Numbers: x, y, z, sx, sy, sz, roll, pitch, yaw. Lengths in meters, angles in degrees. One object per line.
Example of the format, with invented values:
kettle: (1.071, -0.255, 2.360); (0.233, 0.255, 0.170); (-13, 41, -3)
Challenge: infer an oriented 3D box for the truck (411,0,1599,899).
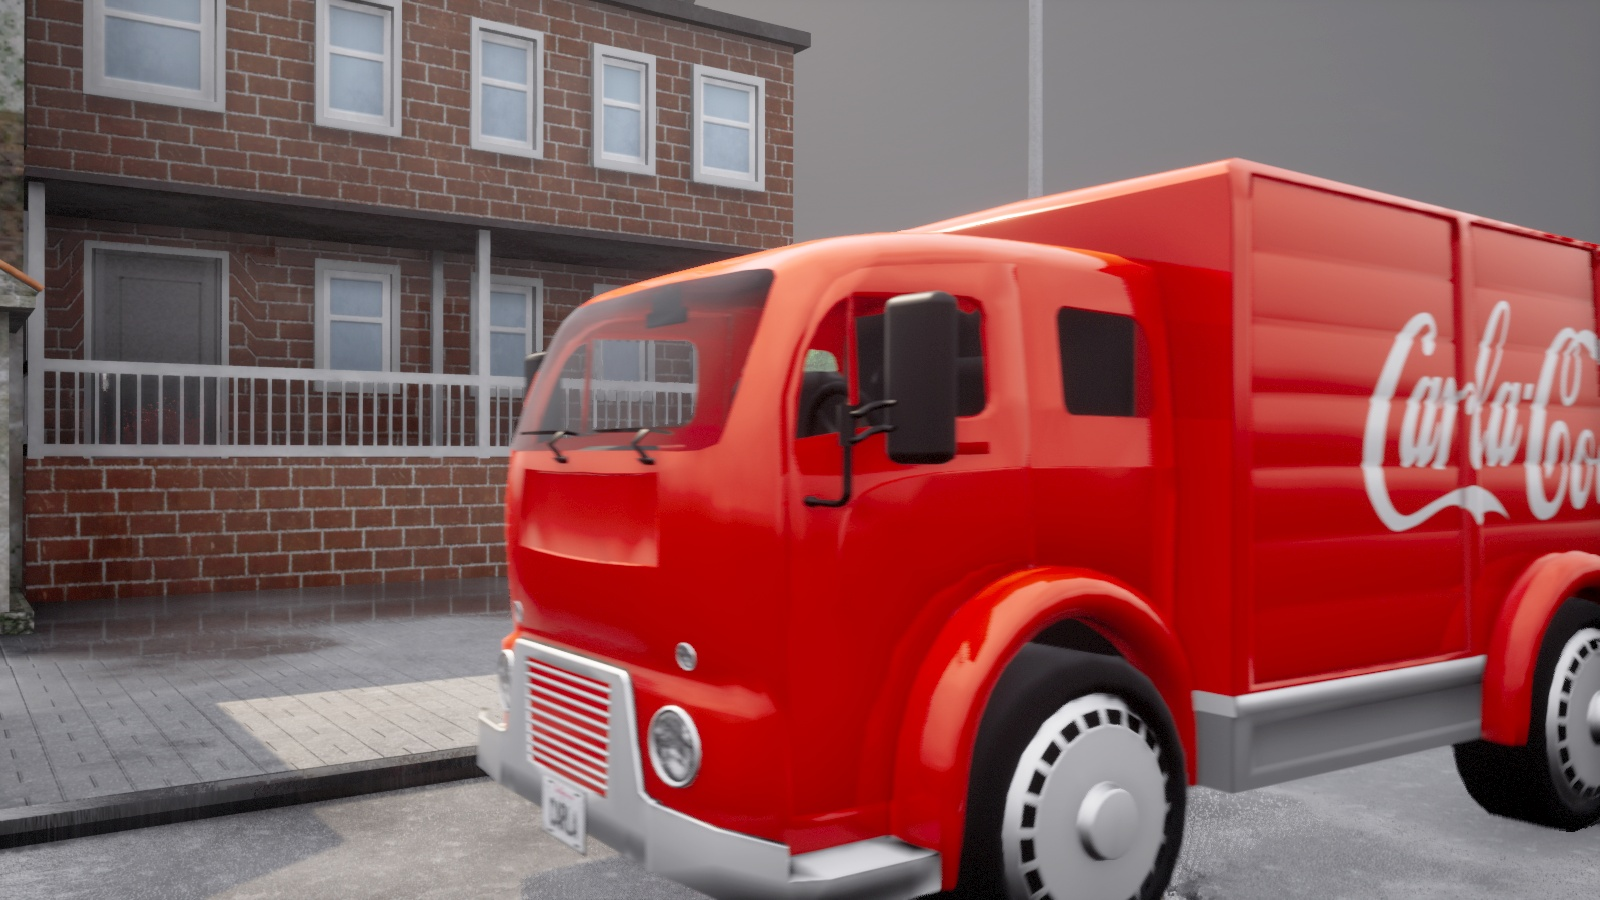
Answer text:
truck: (1.389, 0.268, 5.244); (5.204, 2.467, 2.627); (0, 0, -35)
